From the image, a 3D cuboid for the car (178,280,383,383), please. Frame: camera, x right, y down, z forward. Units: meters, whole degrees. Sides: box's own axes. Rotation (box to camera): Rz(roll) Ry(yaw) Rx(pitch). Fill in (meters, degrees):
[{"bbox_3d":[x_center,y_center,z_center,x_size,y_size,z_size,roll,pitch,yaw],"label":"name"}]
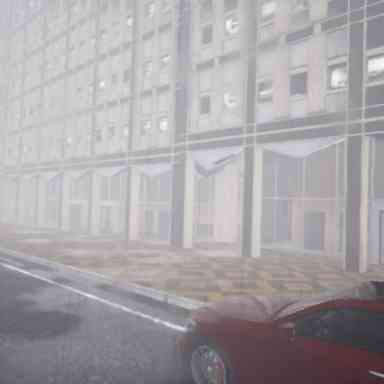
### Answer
[{"bbox_3d":[1.937,1.720,3.535,4.674,1.442,1.812,-1,-3,42],"label":"car"}]
